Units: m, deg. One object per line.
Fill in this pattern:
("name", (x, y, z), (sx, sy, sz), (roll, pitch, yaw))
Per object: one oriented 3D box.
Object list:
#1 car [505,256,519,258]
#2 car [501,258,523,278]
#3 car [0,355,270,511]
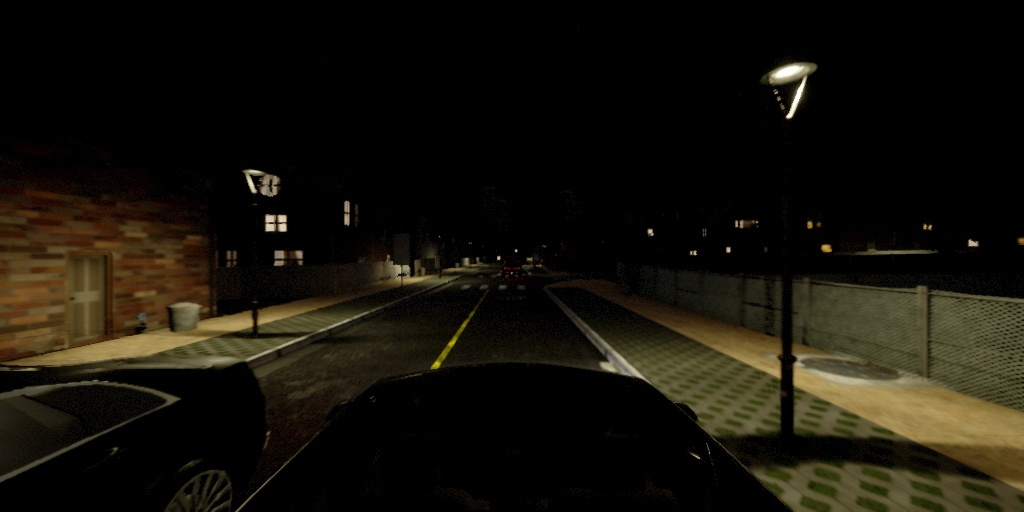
("car", (0.017, 0.949, 46.368), (2.150, 2.045, 5.566), (0, 0, 1))
("car", (-0.009, 1.235, 33.470), (1.837, 1.490, 4.892), (0, 0, 0))
("car", (-2.838, 1.242, 0.792), (2.128, 1.511, 4.902), (0, 0, 0))
